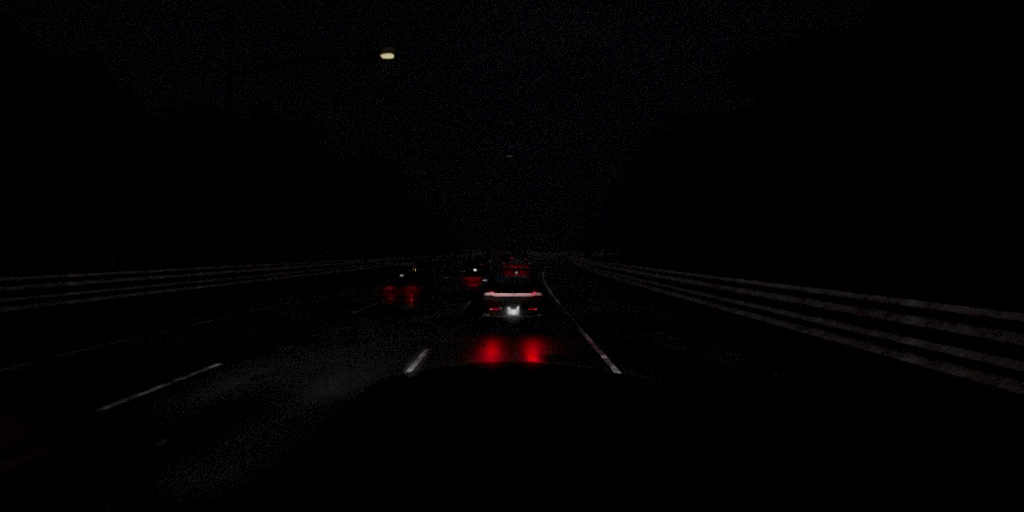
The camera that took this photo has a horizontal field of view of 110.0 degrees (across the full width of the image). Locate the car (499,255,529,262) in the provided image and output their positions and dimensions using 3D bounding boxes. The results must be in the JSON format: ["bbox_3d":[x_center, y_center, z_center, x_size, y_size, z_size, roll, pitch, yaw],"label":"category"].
[{"bbox_3d":[0.313,0.891,26.209,1.882,1.535,5.008,0,1,1],"label":"car"}]

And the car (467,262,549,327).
[{"bbox_3d":[0.057,1.118,11.070,2.128,1.511,4.902,0,1,1],"label":"car"}]

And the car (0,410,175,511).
[{"bbox_3d":[-3.438,1.366,0.471,1.895,1.301,4.718,0,1,0],"label":"car"}]

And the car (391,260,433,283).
[{"bbox_3d":[-6.665,0.966,24.189,1.812,1.442,4.674,0,1,1],"label":"car"}]

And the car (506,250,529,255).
[{"bbox_3d":[0.792,0.399,41.555,2.150,2.045,5.566,0,1,2],"label":"car"}]

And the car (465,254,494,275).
[{"bbox_3d":[-2.958,0.833,31.882,1.837,1.490,4.892,0,1,2],"label":"car"}]
